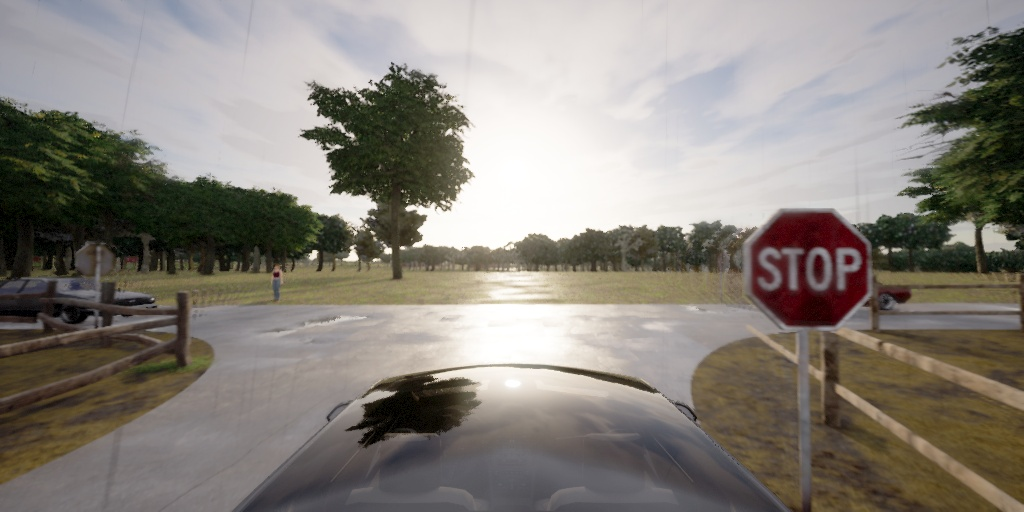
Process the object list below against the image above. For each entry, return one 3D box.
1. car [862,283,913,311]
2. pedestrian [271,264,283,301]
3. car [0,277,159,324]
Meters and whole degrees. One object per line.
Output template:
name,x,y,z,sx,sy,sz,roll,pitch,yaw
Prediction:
car,12.246,1.404,13.930,4.718,1.301,1.895,0,-2,0
pedestrian,-11.612,1.301,17.706,0.375,1.860,0.375,0,-2,1
car,-15.006,1.398,11.811,5.357,1.411,2.033,0,-2,2
